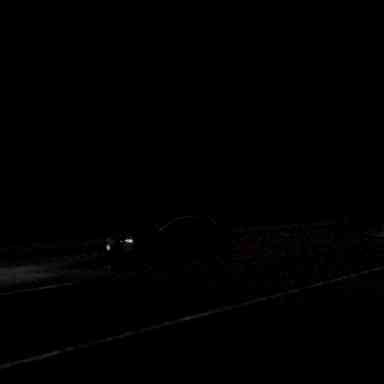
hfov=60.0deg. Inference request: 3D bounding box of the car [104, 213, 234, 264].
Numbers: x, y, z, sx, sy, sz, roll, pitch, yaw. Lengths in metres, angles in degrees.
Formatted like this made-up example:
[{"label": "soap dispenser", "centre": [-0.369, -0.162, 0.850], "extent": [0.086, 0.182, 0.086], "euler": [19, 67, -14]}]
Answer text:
[{"label": "car", "centre": [-0.674, 1.532, 12.087], "extent": [4.902, 1.511, 2.128], "euler": [0, 0, -35]}]
